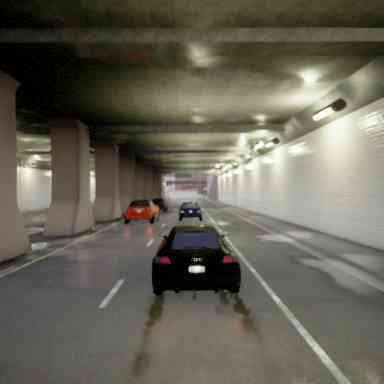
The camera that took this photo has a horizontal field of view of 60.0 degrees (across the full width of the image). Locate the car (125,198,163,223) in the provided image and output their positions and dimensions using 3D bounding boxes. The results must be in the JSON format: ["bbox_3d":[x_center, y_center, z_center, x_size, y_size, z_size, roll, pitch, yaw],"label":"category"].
[{"bbox_3d":[-3.700,1.343,25.381,2.097,1.767,4.553,-1,0,0],"label":"car"}]

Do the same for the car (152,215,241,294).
[{"bbox_3d":[0.073,1.546,8.815,1.994,1.385,4.181,-1,0,-1],"label":"car"}]

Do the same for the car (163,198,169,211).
[{"bbox_3d":[-3.849,1.472,39.318,1.837,1.490,4.892,-1,1,1],"label":"car"}]

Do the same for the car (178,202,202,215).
[{"bbox_3d":[-0.118,1.496,27.086,2.033,1.411,5.357,-1,0,-1],"label":"car"}]
